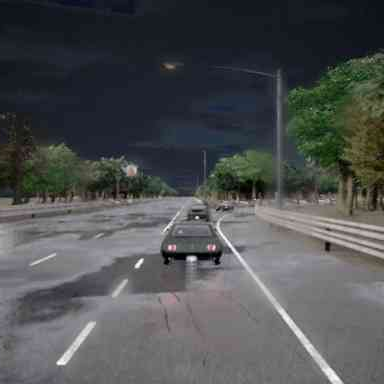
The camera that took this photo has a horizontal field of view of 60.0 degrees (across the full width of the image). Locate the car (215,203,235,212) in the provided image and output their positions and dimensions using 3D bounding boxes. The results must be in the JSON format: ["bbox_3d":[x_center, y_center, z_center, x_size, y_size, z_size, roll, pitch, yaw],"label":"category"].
[{"bbox_3d":[4.825,2.165,47.346,1.895,1.301,4.718,0,-1,19],"label":"car"}]

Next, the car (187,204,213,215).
[{"bbox_3d":[0.727,1.858,29.455,1.837,1.490,4.892,-1,-1,7],"label":"car"}]

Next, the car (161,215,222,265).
[{"bbox_3d":[-0.006,1.749,12.300,1.895,1.301,4.718,0,-1,0],"label":"car"}]

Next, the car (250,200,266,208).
[{"bbox_3d":[12.814,2.245,63.939,2.128,1.511,4.902,-1,-1,32],"label":"car"}]
